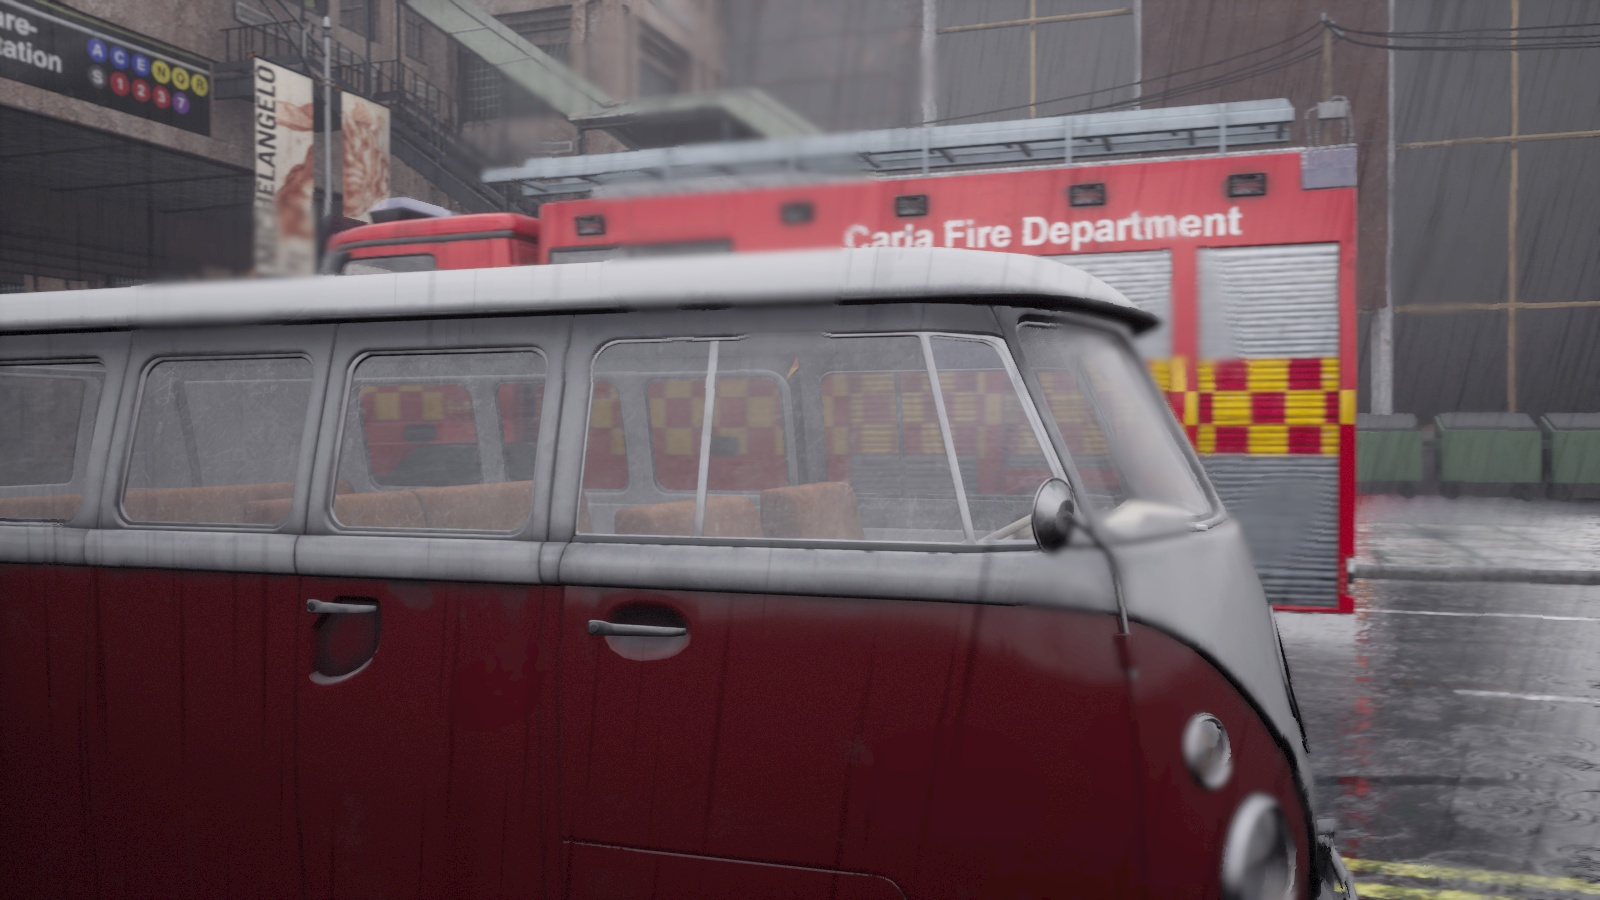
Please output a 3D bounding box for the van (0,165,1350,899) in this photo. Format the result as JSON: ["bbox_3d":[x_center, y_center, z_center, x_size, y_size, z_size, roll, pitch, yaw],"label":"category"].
[{"bbox_3d":[-0.971,0.519,3.516,4.442,1.987,1.775,1,1,19],"label":"van"}]

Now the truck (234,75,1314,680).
[{"bbox_3d":[-0.316,-0.510,10.668,8.468,3.827,2.891,1,1,19],"label":"truck"}]
